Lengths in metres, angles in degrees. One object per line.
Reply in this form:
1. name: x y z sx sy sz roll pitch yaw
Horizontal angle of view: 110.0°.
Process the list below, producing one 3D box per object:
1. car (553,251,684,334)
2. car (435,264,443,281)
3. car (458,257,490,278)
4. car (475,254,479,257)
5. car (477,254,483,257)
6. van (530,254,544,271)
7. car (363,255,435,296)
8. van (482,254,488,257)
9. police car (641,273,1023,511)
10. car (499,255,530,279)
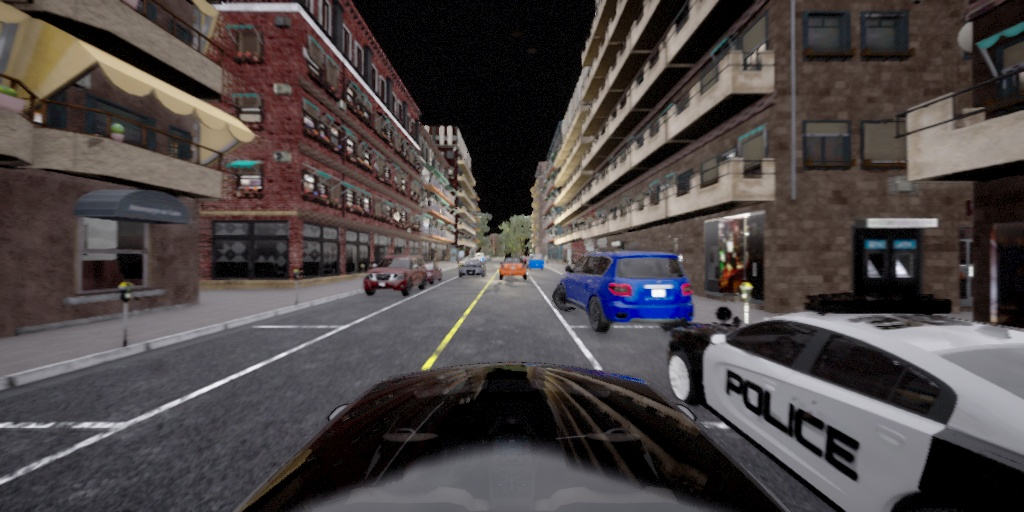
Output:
1. car: 2.934 0.881 10.539 2.150 2.045 5.566 0 1 -6
2. car: -5.689 1.103 23.754 1.802 1.307 4.207 0 0 0
3. car: -3.091 1.032 28.919 1.994 1.385 4.181 0 1 0
4. car: -5.690 0.816 45.867 1.751 1.417 4.829 0 0 0
5. car: -5.690 0.799 51.608 1.948 1.339 4.313 0 0 0
6. van: 2.694 0.690 40.427 1.690 1.789 3.998 0 0 0
7. car: -5.689 0.894 18.183 2.192 1.841 5.009 0 0 0
8. van: -5.691 0.459 62.750 1.690 1.789 3.998 0 0 0
9. police car: 3.135 1.159 3.275 1.930 1.638 5.238 0 1 0
10. car: 0.078 0.827 28.254 2.097 1.767 4.553 0 1 0
